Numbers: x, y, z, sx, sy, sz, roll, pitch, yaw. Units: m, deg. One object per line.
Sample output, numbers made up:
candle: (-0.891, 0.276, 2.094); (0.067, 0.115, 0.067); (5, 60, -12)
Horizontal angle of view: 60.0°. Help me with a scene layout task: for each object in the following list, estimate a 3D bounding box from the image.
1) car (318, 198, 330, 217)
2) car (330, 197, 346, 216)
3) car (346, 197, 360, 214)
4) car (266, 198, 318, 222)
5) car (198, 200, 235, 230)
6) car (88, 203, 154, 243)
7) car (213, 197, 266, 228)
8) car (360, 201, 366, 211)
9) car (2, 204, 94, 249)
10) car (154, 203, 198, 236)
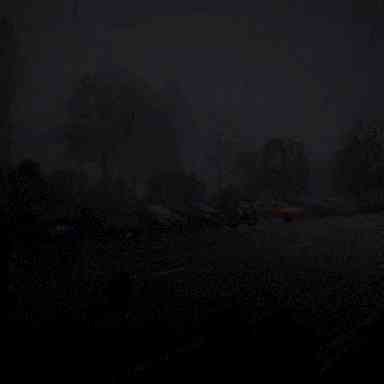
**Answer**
car: (7.998, 1.314, 26.675); (2.163, 1.488, 4.792); (0, 1, -42)
car: (10.044, 1.270, 28.513); (2.231, 1.521, 4.892); (0, 1, -42)
car: (12.084, 1.253, 30.363); (2.097, 1.535, 5.008); (0, 1, -42)
car: (6.106, 1.294, 24.653); (1.946, 1.575, 5.366); (0, 1, -42)
car: (-0.117, 1.344, 19.211); (2.002, 1.452, 4.674); (0, 1, -42)
car: (-4.166, 1.325, 15.471); (2.163, 1.488, 4.792); (0, 1, -42)
car: (1.942, 1.182, 21.052); (2.185, 1.767, 4.553); (0, 1, -42)
car: (14.118, 1.236, 32.221); (2.231, 1.521, 4.892); (-1, 1, -42)
car: (-6.237, 1.311, 13.657); (2.163, 1.488, 4.792); (0, 1, -42)
car: (-2.152, 1.341, 17.356); (2.002, 1.452, 4.674); (0, 1, -42)
